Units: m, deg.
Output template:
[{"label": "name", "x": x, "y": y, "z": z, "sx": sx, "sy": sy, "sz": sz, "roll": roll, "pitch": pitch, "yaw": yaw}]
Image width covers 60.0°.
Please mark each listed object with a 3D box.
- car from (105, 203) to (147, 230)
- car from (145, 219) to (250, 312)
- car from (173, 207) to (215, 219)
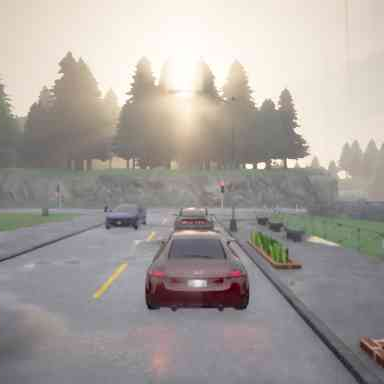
[{"label": "car", "x": -4.057, "y": 1.476, "z": 21.078, "sx": 1.882, "sy": 1.535, "sz": 5.008, "roll": 0, "pitch": 0, "yaw": 1}, {"label": "car", "x": 0.096, "y": 1.563, "z": 7.809, "sx": 1.994, "sy": 1.385, "sz": 4.181, "roll": 0, "pitch": 0, "yaw": 0}, {"label": "car", "x": 0.091, "y": 1.504, "z": 16.721, "sx": 1.837, "sy": 1.490, "sz": 4.892, "roll": 0, "pitch": 0, "yaw": 0}]
